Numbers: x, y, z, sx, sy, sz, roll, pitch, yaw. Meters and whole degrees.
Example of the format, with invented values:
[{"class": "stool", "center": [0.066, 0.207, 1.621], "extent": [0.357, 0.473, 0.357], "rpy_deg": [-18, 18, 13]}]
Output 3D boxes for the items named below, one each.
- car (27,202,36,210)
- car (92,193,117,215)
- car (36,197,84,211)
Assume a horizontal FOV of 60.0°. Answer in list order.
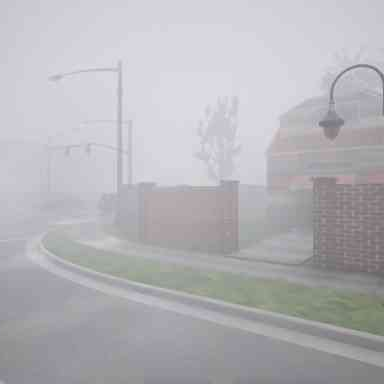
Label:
[{"class": "car", "center": [-17.679, 1.397, 40.809], "extent": [1.812, 1.442, 4.674], "rpy_deg": [0, 1, 37]}, {"class": "car", "center": [-6.397, 1.092, 32.161], "extent": [2.150, 2.045, 5.566], "rpy_deg": [0, 1, 38]}, {"class": "car", "center": [-14.949, 1.373, 38.621], "extent": [1.837, 1.490, 4.892], "rpy_deg": [0, 1, 36]}]
